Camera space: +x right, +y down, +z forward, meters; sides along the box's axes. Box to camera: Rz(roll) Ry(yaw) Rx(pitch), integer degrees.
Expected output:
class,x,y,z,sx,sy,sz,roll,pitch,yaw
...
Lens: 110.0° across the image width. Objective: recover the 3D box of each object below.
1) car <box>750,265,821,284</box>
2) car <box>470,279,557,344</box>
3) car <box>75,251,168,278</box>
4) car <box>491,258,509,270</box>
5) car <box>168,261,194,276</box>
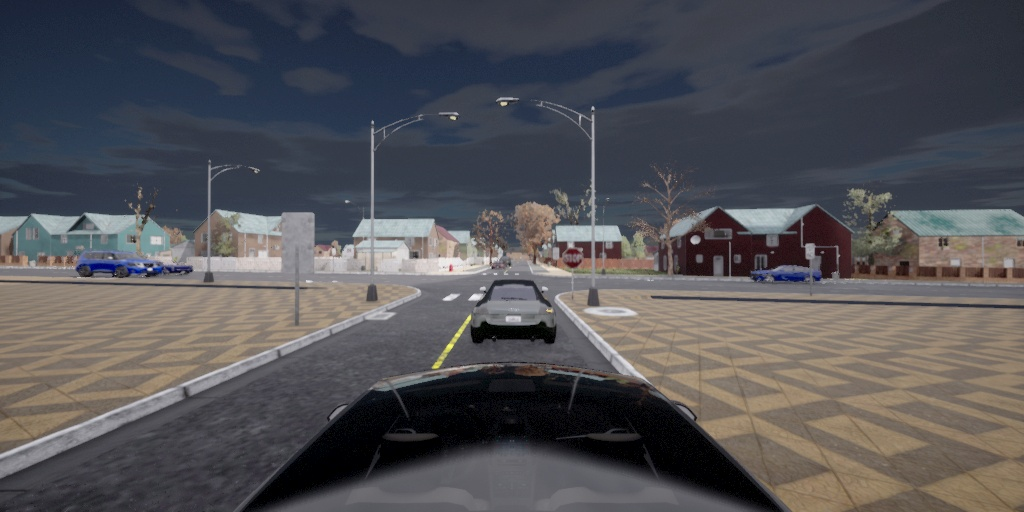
class,x,y,z,sx,sy,sz,roll,pitch,yaw
car,22.974,1.535,30.242,5.008,1.535,1.882,1,0,8
car,0.048,1.310,9.645,1.994,1.385,4.181,0,0,0
car,-30.111,0.642,27.481,5.566,2.045,2.150,1,0,8
car,-1.980,1.323,53.530,1.994,1.385,4.181,0,0,2
car,-30.131,1.044,30.761,4.718,1.301,1.895,1,0,8
